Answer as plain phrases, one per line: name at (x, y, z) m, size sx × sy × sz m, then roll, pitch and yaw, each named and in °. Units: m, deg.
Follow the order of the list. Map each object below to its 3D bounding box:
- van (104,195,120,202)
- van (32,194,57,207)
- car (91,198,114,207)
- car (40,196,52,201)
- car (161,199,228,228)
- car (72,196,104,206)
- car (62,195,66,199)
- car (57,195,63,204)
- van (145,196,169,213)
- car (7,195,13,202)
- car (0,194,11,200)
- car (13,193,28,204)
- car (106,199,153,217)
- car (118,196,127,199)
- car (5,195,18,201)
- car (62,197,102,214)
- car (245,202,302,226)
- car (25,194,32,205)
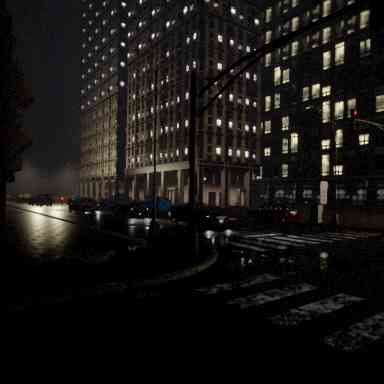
van at (-10.637, 1.368, 46.941) m, size 1.690 × 1.788 × 3.998 m, roll 1°, pitch -1°, yaw -35°
van at (-20.739, 1.197, 46.692) m, size 1.690 × 1.788 × 3.998 m, roll 1°, pitch -1°, yaw -35°
car at (-13.913, 1.586, 51.543) m, size 1.947 × 1.339 × 4.313 m, roll 1°, pitch -1°, yaw -35°
car at (-36.817, 1.570, 83.773) m, size 1.802 × 1.307 × 4.206 m, roll 1°, pitch -1°, yaw -35°
car at (0.302, 1.441, 21.547) m, size 2.128 × 1.511 × 4.902 m, roll 1°, pitch -1°, yaw -35°
car at (-12.598, 1.424, 39.726) m, size 1.837 × 1.490 × 4.892 m, roll 1°, pitch -1°, yaw -35°
car at (-18.939, 1.456, 54.147) m, size 2.128 × 1.511 × 4.902 m, roll 1°, pitch -1°, yaw -35°
car at (-24.925, 1.307, 62.575) m, size 2.097 × 1.767 × 4.553 m, roll 1°, pitch -1°, yaw -35°
van at (-4.093, 1.382, 37.732) m, size 1.690 × 1.788 × 3.998 m, roll 1°, pitch -1°, yaw -35°
car at (-37.103, 1.396, 69.712) m, size 1.947 × 1.339 × 4.313 m, roll 1°, pitch -1°, yaw -35°
car at (-46.822, 1.365, 83.389) m, size 1.752 × 1.417 × 4.829 m, roll 1°, pitch -1°, yaw -35°
car at (-30.555, 1.155, 60.505) m, size 2.192 × 1.841 × 5.009 m, roll 1°, pitch -1°, yaw -35°
car at (-5.664, 1.535, 29.939) m, size 1.895 × 1.301 × 4.718 m, roll 1°, pitch -1°, yaw -35°
car at (-7.369, 1.584, 42.334) m, size 2.008 × 1.369 × 4.403 m, roll 1°, pitch -1°, yaw -35°
car at (-40.374, 1.377, 74.316) m, size 2.008 × 1.369 × 4.403 m, roll 1°, pitch -1°, yaw -35°
car at (-10.927, 1.427, 32.876) m, size 2.008 × 1.369 × 4.403 m, roll 1°, pitch -1°, yaw -35°
car at (5.721, 1.505, 23.917) m, size 1.967 × 1.590 × 4.097 m, roll 1°, pitch -1°, yaw -35°
car at (-24.015, 1.432, 51.294) m, size 1.802 × 1.307 × 4.206 m, roll 1°, pitch -1°, yaw -35°
